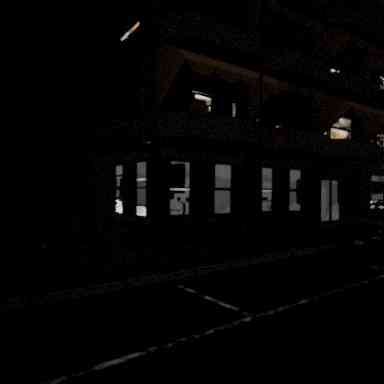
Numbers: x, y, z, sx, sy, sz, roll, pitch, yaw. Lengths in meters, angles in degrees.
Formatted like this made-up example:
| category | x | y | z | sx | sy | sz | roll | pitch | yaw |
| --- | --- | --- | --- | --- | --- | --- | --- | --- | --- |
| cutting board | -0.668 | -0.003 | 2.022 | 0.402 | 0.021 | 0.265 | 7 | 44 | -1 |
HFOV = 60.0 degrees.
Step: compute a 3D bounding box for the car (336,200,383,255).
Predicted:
| category | x | y | z | sx | sy | sz | roll | pitch | yaw |
| --- | --- | --- | --- | --- | --- | --- | --- | --- | --- |
| car | 7.169 | 1.224 | 11.649 | 5.009 | 1.841 | 2.192 | -1 | 1 | -35 |
